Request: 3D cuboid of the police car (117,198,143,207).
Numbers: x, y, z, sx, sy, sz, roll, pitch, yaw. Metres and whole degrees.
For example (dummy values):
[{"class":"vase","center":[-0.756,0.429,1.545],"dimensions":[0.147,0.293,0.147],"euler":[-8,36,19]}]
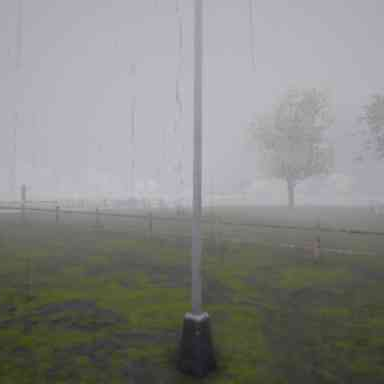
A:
[{"class":"police car","center":[-11.010,1.797,59.032],"dimensions":[1.930,1.638,5.238],"euler":[-1,-1,36]}]
